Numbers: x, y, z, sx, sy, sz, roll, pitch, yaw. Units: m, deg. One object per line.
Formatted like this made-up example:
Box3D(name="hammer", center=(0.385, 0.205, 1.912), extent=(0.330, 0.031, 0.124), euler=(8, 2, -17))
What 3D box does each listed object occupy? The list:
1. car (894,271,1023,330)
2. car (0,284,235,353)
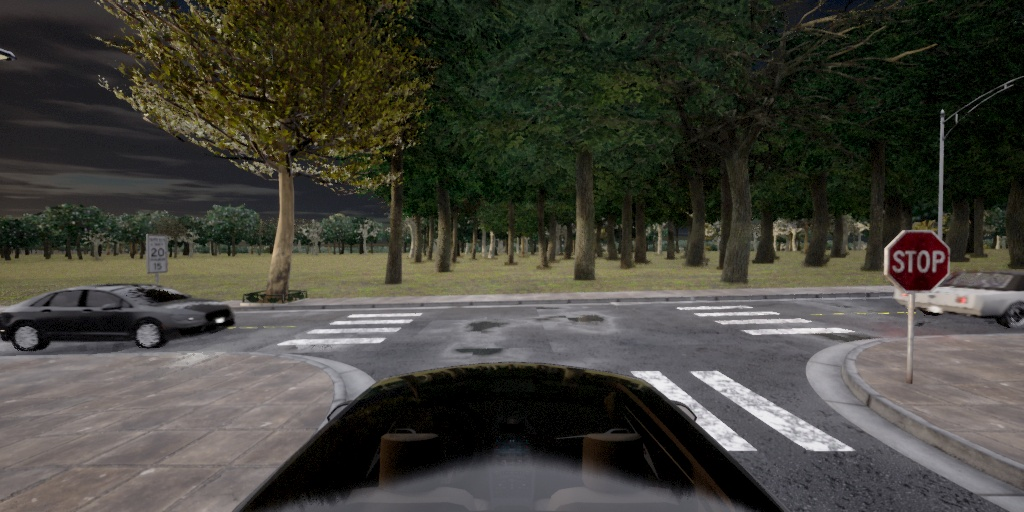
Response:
Box3D(name="car", center=(13.090, 1.037, 9.205), extent=(4.718, 1.301, 1.895), euler=(-1, 1, 0))
Box3D(name="car", center=(-9.989, 1.482, 9.278), extent=(4.892, 1.490, 1.837), euler=(-1, 1, 0))
